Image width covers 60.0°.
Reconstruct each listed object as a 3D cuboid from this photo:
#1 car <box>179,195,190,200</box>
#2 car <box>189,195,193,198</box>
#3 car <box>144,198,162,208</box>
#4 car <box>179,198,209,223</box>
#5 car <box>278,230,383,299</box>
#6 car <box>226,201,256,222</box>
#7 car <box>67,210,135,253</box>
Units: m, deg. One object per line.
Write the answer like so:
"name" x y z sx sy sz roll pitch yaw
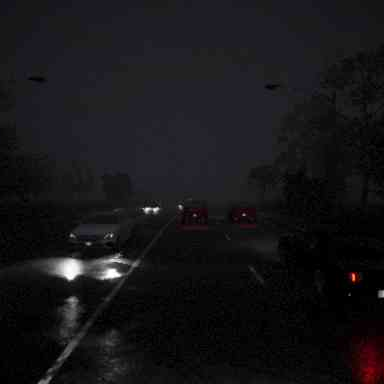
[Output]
"car" -0.863 1.339 56.304 2.097 1.767 4.553 0 0 10
"car" 1.177 1.484 42.928 2.128 1.511 4.902 0 0 5
"car" -5.557 1.551 47.713 1.994 1.385 4.181 0 0 7
"car" 0.259 1.473 25.421 1.882 1.535 5.008 0 0 1
"car" 3.599 1.599 8.380 1.895 1.301 4.718 0 0 0
"car" 3.778 1.473 26.257 1.882 1.535 5.008 0 0 1
"car" -3.575 1.523 13.846 1.812 1.442 4.674 0 0 0
